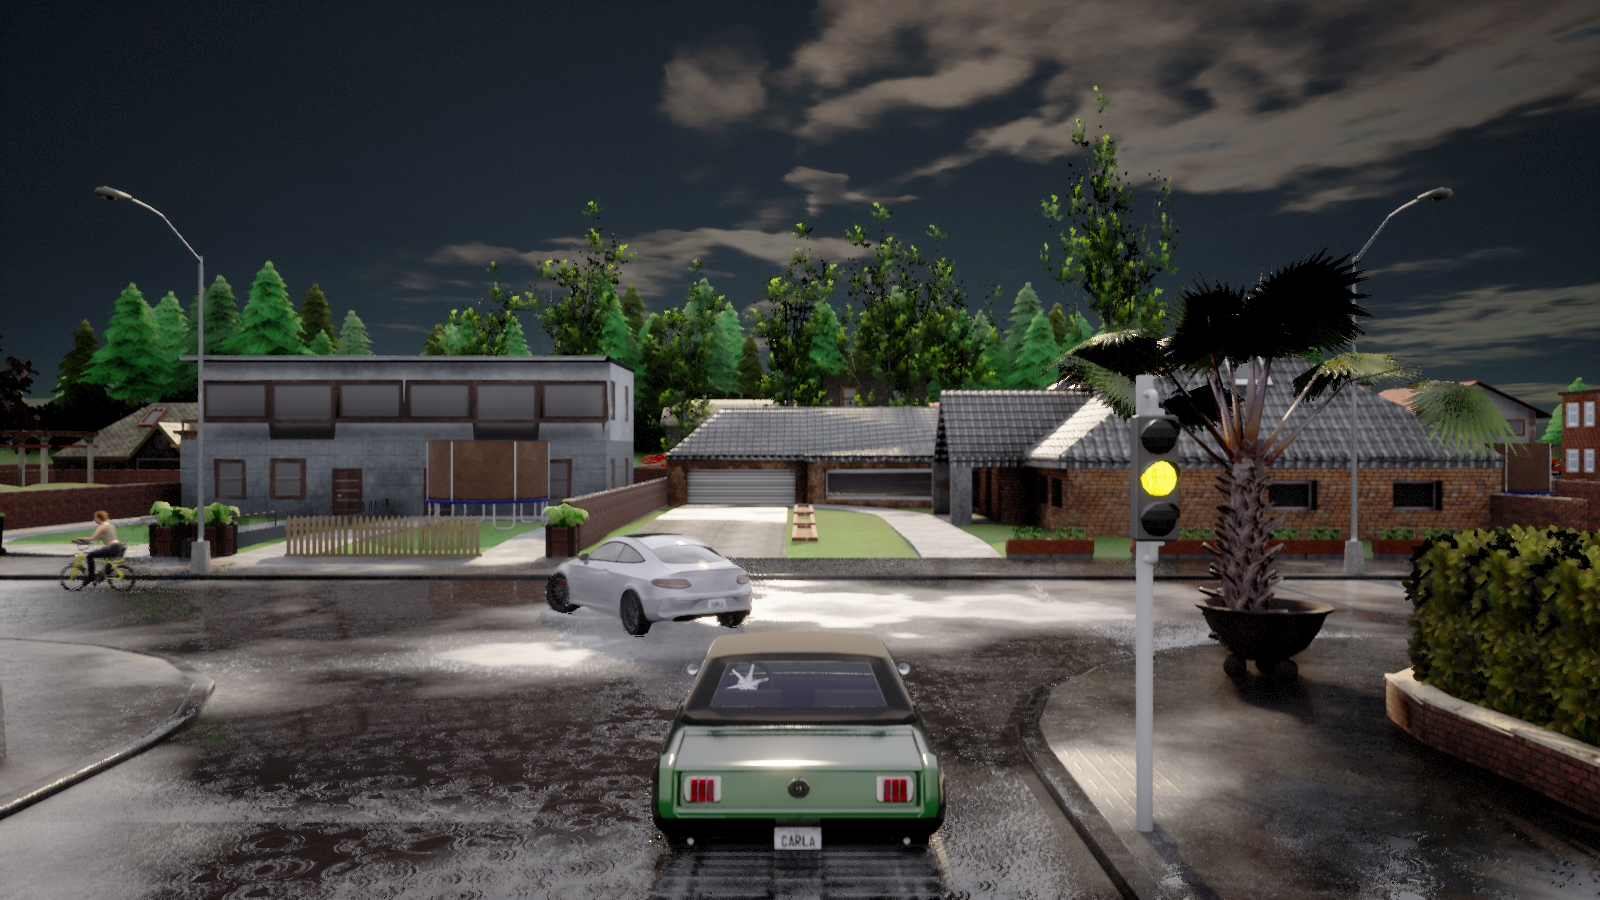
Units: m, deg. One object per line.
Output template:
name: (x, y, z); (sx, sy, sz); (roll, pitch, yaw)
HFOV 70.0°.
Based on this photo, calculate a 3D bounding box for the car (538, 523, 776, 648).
car: (-2.473, 2.068, 18.608); (2.002, 1.442, 4.674); (0, 0, -33)

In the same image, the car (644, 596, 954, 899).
car: (-0.014, 2.150, 9.340); (1.895, 1.301, 4.718); (0, 0, 0)
